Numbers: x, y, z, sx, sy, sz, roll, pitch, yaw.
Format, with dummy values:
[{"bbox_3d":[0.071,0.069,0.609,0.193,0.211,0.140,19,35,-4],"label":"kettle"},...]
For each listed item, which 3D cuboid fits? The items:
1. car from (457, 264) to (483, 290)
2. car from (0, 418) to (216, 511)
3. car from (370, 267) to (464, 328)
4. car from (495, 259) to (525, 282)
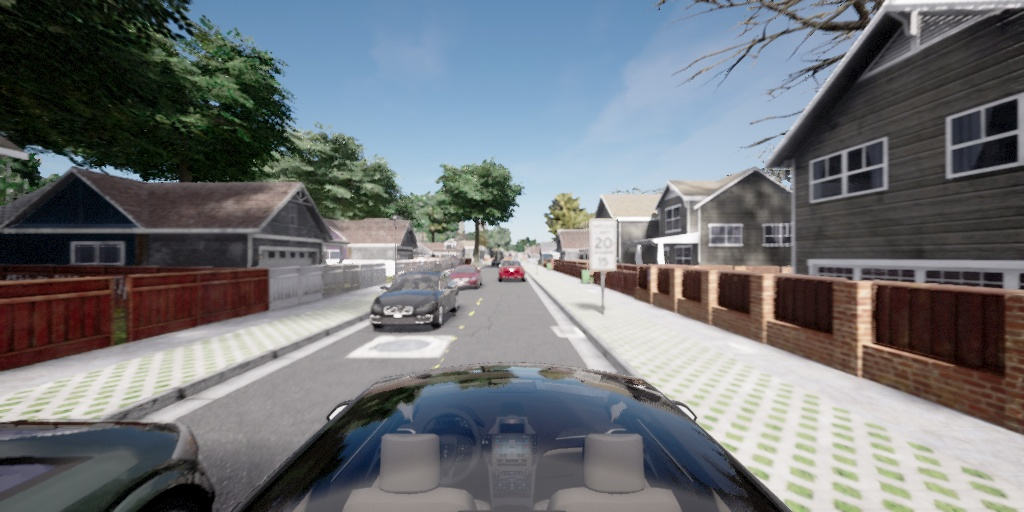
[{"bbox_3d":[-2.904,1.275,22.874,1.812,1.442,4.674,0,0,0],"label":"car"},{"bbox_3d":[-2.839,1.320,0.484,1.994,1.385,4.181,0,0,0],"label":"car"},{"bbox_3d":[-2.873,1.253,11.451,1.837,1.490,4.892,0,0,0],"label":"car"},{"bbox_3d":[0.005,1.102,29.252,2.097,1.767,4.553,0,0,1],"label":"car"}]
